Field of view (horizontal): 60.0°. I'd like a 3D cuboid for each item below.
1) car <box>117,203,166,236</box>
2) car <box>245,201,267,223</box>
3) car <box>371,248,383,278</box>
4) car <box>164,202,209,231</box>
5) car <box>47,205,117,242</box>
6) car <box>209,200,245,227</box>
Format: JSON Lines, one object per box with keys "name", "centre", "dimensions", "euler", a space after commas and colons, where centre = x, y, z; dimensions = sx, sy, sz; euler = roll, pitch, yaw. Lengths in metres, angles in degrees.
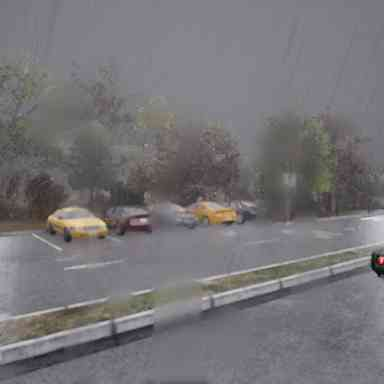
{"name": "car", "centre": [-3.756, 1.478, 18.550], "dimensions": [2.163, 1.488, 4.792], "euler": [-1, 0, -35]}
{"name": "car", "centre": [3.013, 1.343, 23.280], "dimensions": [2.231, 1.521, 4.892], "euler": [-1, 1, -35]}
{"name": "car", "centre": [6.337, 1.479, 7.927], "dimensions": [4.718, 1.301, 1.895], "euler": [-1, 1, -35]}
{"name": "car", "centre": [-1.495, 1.415, 20.116], "dimensions": [2.231, 1.521, 4.892], "euler": [-1, 1, -35]}
{"name": "car", "centre": [-5.888, 1.474, 16.784], "dimensions": [1.946, 1.575, 5.366], "euler": [-1, 0, -35]}
{"name": "car", "centre": [0.761, 1.379, 21.693], "dimensions": [2.097, 1.535, 5.008], "euler": [-1, 0, -35]}
